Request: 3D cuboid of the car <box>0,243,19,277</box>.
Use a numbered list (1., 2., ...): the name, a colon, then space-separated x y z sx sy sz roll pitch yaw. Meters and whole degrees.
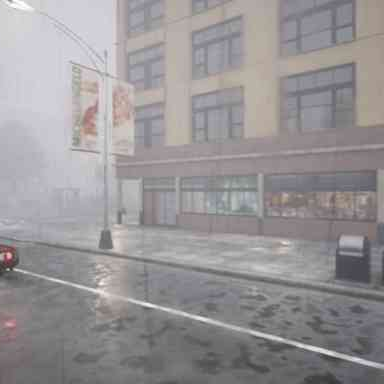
1. car: -6.751 1.618 8.976 4.718 1.301 1.895 0 0 35
